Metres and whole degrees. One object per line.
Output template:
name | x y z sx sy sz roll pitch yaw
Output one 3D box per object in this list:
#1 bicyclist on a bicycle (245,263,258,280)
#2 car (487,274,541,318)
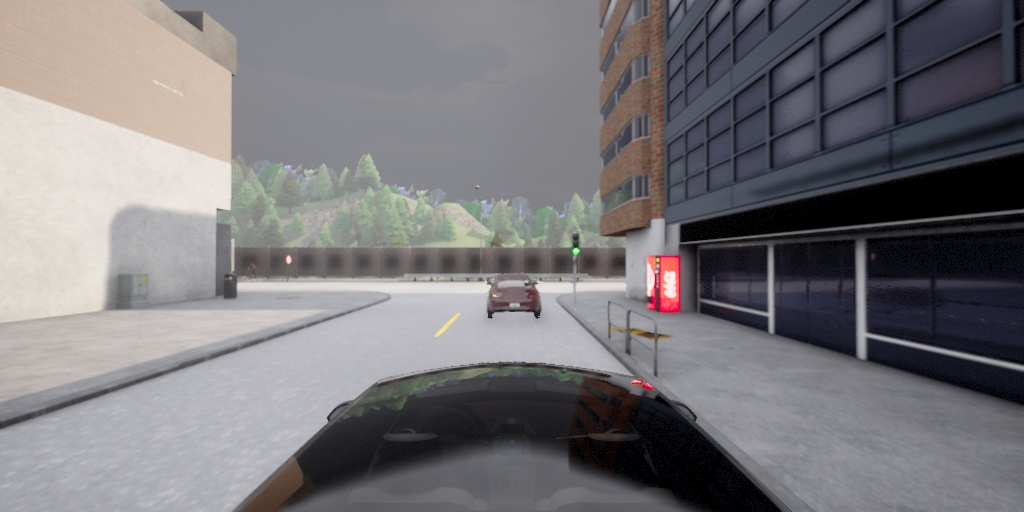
bicyclist on a bicycle | -24.201 1.428 33.349 0.582 1.620 1.656 0 0 0
car | 0.020 1.398 13.535 1.812 1.442 4.674 0 -1 -2
